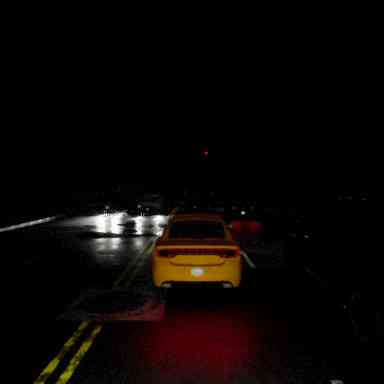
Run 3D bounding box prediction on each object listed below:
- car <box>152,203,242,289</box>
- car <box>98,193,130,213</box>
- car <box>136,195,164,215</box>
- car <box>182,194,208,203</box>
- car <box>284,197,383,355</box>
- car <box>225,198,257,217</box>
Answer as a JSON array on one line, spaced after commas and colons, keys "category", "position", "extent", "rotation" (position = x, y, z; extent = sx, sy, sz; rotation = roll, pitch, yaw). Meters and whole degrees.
[{"category": "car", "position": [0.117, 1.284, 8.693], "extent": [1.882, 1.535, 5.008], "rotation": [0, 2, 0]}, {"category": "car", "position": [-6.453, 0.878, 27.857], "extent": [2.128, 1.511, 4.902], "rotation": [0, 1, 0]}, {"category": "car", "position": [-3.214, 0.942, 26.458], "extent": [1.812, 1.442, 4.674], "rotation": [0, 1, 0]}, {"category": "car", "position": [0.216, 0.891, 26.639], "extent": [1.882, 1.535, 5.008], "rotation": [0, 1, 0]}, {"category": "car", "position": [3.340, 1.089, 5.995], "extent": [2.150, 2.045, 5.566], "rotation": [0, 1, 1]}, {"category": "car", "position": [3.449, 1.062, 24.482], "extent": [1.895, 1.301, 4.718], "rotation": [0, 1, 1]}]
